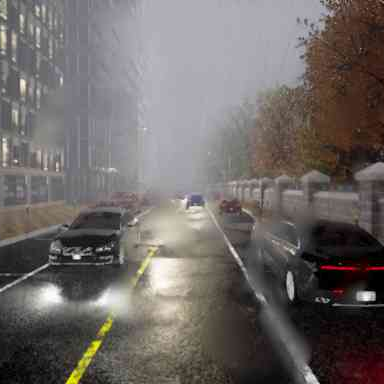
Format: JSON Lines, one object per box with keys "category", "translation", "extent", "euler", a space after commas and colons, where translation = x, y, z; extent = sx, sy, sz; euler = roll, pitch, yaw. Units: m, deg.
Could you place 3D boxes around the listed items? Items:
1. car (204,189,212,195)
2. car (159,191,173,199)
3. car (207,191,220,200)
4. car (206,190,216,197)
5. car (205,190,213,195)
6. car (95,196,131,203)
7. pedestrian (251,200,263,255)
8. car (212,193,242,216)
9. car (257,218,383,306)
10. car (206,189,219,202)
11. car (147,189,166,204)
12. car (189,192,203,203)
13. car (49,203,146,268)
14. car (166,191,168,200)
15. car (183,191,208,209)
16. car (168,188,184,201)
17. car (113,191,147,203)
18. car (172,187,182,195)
{"category": "car", "translation": [4.314, -0.077, 88.229], "extent": [2.008, 1.369, 4.403], "euler": [0, 1, 1]}
{"category": "car", "translation": [-4.569, 0.453, 59.478], "extent": [2.008, 1.369, 4.403], "euler": [0, 1, 2]}
{"category": "car", "translation": [3.463, 0.560, 54.523], "extent": [1.947, 1.339, 4.313], "euler": [0, 1, 2]}
{"category": "car", "translation": [3.946, 0.235, 71.380], "extent": [2.008, 1.369, 4.403], "euler": [0, 1, 1]}
{"category": "car", "translation": [4.208, 0.059, 82.612], "extent": [1.802, 1.307, 4.206], "euler": [0, 1, 1]}
{"category": "car", "translation": [-5.209, 1.171, 20.122], "extent": [1.887, 1.381, 4.507], "euler": [0, 1, 1]}
{"category": "pedestrian", "translation": [2.109, 1.095, 10.626], "extent": [0.375, 1.860, 0.375], "euler": [0, 1, 0]}
{"category": "car", "translation": [2.888, 1.057, 26.329], "extent": [1.887, 1.381, 4.507], "euler": [0, 1, 1]}
{"category": "car", "translation": [2.766, 1.361, 7.689], "extent": [1.837, 1.490, 4.892], "euler": [0, 1, 0]}
{"category": "car", "translation": [3.317, 0.643, 48.884], "extent": [1.887, 1.381, 4.507], "euler": [0, 1, 1]}
{"category": "car", "translation": [-5.001, 0.528, 42.616], "extent": [2.192, 1.841, 5.009], "euler": [0, 1, 1]}
{"category": "car", "translation": [0.620, 0.731, 47.142], "extent": [1.895, 1.301, 4.718], "euler": [0, 1, 2]}
{"category": "car", "translation": [-2.812, 1.307, 10.589], "extent": [1.837, 1.490, 4.892], "euler": [0, 1, 0]}
{"category": "car", "translation": [-4.728, 0.557, 53.860], "extent": [2.008, 1.369, 4.403], "euler": [0, 1, 1]}
{"category": "car", "translation": [0.377, 0.912, 33.209], "extent": [1.812, 1.442, 4.674], "euler": [0, 1, 1]}
{"category": "car", "translation": [-2.153, 0.553, 51.461], "extent": [1.837, 1.490, 4.892], "euler": [0, 2, 2]}
{"category": "car", "translation": [-5.145, 0.838, 25.743], "extent": [2.192, 1.841, 5.009], "euler": [0, 1, 1]}
{"category": "car", "translation": [-3.868, -0.302, 87.635], "extent": [2.192, 1.841, 5.009], "euler": [0, 1, 1]}
